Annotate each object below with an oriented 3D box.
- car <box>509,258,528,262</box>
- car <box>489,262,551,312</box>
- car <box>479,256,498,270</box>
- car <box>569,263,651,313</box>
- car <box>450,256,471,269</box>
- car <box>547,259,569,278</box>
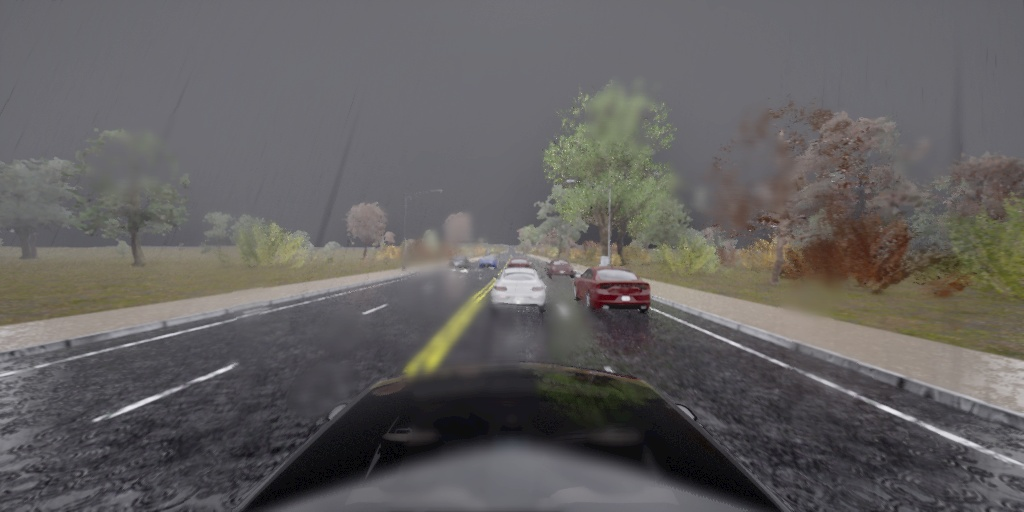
[{"bbox_3d":[0.556,0.897,29.248,1.882,1.535,5.008,0,1,1],"label":"car"},{"bbox_3d":[0.271,1.139,13.374,1.812,1.442,4.674,0,1,1],"label":"car"},{"bbox_3d":[-2.670,0.723,41.067,1.882,1.535,5.008,0,1,1],"label":"car"},{"bbox_3d":[3.522,1.114,13.405,1.882,1.535,5.008,0,1,1],"label":"car"},{"bbox_3d":[-5.910,0.707,41.659,2.128,1.511,4.902,0,1,1],"label":"car"},{"bbox_3d":[3.795,0.976,28.698,1.812,1.442,4.674,0,1,1],"label":"car"}]
